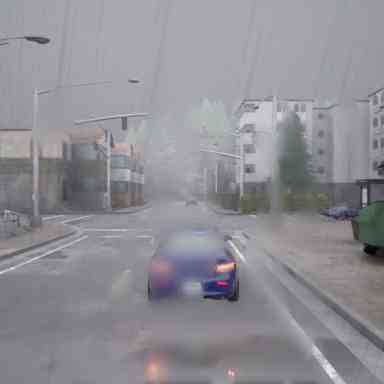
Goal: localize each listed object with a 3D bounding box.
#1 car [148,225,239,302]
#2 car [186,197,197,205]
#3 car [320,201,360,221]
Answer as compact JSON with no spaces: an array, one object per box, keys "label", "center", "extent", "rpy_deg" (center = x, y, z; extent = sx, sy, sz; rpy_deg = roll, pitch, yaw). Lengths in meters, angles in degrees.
[{"label":"car","center":[0.037,1.526,8.162],"extent":[1.812,1.442,4.674],"rpy_deg":[0,0,0]},{"label":"car","center":[-0.051,1.547,58.446],"extent":[2.033,1.411,5.357],"rpy_deg":[0,0,0]},{"label":"car","center":[12.228,1.371,24.266],"extent":[5.357,1.411,2.033],"rpy_deg":[0,0,0]}]
